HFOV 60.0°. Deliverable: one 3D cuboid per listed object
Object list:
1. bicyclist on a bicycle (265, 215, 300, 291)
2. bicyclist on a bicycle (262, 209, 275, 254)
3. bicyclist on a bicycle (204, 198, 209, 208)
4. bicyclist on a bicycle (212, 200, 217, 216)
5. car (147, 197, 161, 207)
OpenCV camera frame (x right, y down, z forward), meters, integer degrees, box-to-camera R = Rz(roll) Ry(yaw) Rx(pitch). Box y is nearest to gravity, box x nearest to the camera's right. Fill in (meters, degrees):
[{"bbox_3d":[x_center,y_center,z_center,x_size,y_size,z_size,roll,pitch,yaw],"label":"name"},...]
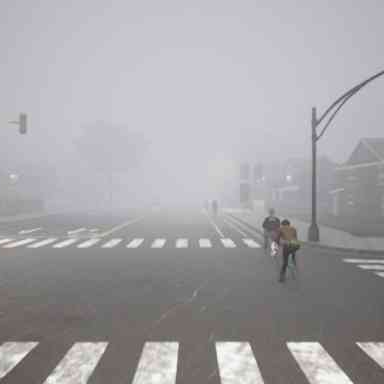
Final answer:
[{"bbox_3d":[2.358,1.504,8.224,0.582,1.620,1.656,1,-1,-1],"label":"bicyclist on a bicycle"},{"bbox_3d":[2.631,1.440,11.231,0.659,1.776,1.843,1,0,0],"label":"bicyclist on a bicycle"},{"bbox_3d":[2.245,1.692,51.523,0.866,1.612,1.509,0,0,0],"label":"bicyclist on a bicycle"},{"bbox_3d":[2.234,1.621,32.565,0.582,1.620,1.656,0,-1,0],"label":"bicyclist on a bicycle"},{"bbox_3d":[-6.527,1.633,57.559,2.097,1.767,4.553,0,0,0],"label":"car"}]
